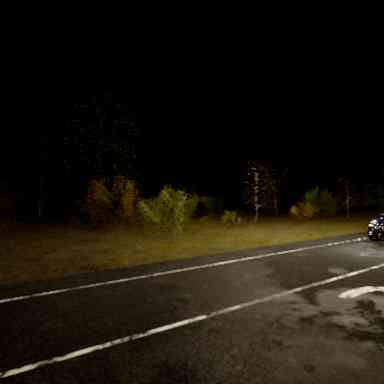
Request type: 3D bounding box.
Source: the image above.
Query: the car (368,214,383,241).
[{"bbox_3d":[10.425,1.445,16.032,4.553,1.767,2.097,0,-1,-37],"label":"car"}]
